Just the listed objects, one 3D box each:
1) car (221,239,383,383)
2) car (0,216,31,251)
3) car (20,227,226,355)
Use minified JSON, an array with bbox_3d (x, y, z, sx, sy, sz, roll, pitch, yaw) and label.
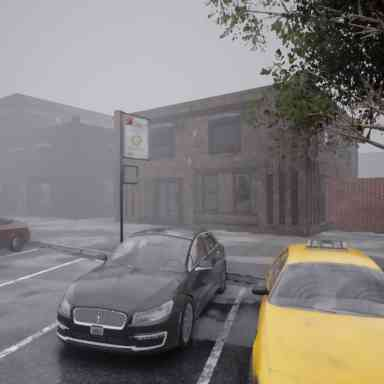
[{"bbox_3d":[1.863,1.480,4.543,1.946,1.575,5.366,1,-1,16],"label":"car"},{"bbox_3d":[-7.839,1.528,11.717,2.002,1.452,4.674,1,-1,16],"label":"car"},{"bbox_3d":[-0.523,1.487,6.474,2.231,1.521,4.892,1,-1,16],"label":"car"}]
